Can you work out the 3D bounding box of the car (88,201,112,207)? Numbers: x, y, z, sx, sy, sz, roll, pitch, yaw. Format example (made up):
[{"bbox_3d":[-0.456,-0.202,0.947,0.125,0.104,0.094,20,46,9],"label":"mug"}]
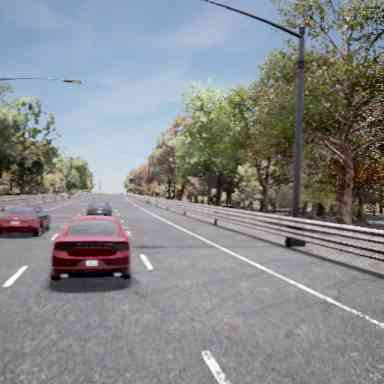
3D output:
[{"bbox_3d":[-7.545,1.436,27.317,1.994,1.385,4.181,2,0,-15],"label":"car"}]

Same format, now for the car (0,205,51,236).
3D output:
[{"bbox_3d":[-8.419,1.345,16.838,1.994,1.385,4.181,2,0,-15],"label":"car"}]

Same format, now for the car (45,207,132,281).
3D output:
[{"bbox_3d":[-2.874,1.427,9.806,1.882,1.535,5.008,2,0,-15],"label":"car"}]
